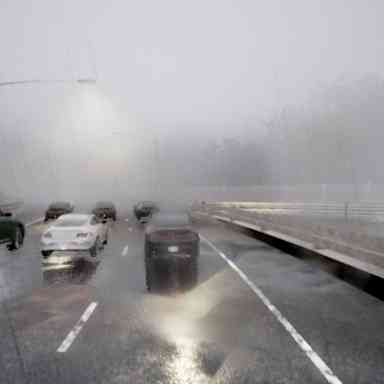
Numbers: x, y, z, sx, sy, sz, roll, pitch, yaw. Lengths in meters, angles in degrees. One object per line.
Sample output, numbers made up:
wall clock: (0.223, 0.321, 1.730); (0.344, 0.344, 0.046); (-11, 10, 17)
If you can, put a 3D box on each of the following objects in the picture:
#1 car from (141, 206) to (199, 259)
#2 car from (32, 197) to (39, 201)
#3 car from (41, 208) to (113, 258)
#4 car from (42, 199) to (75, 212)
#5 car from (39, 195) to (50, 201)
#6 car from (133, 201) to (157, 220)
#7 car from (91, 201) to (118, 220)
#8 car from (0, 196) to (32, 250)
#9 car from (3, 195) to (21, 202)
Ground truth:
car: (-0.860, 1.513, 12.703); (1.837, 1.490, 4.892); (0, 0, -7)
car: (-40.392, 1.602, 81.619); (5.357, 1.411, 2.033); (0, 0, 40)
car: (-4.401, 1.549, 12.941); (1.812, 1.442, 4.674); (0, 0, -7)
car: (-10.834, 1.563, 27.363); (1.837, 1.490, 4.892); (0, 0, -15)
car: (-37.641, 1.542, 83.934); (5.008, 1.535, 1.882); (0, 0, 40)
car: (-3.952, 1.532, 28.695); (1.837, 1.490, 4.892); (0, 0, -15)
car: (-7.386, 1.547, 28.030); (1.837, 1.490, 4.892); (0, 0, -15)
car: (-7.697, 1.261, 11.251); (2.150, 2.045, 5.566); (0, 0, -6)
car: (-42.714, 1.599, 79.000); (4.902, 1.511, 2.128); (0, 0, 40)
